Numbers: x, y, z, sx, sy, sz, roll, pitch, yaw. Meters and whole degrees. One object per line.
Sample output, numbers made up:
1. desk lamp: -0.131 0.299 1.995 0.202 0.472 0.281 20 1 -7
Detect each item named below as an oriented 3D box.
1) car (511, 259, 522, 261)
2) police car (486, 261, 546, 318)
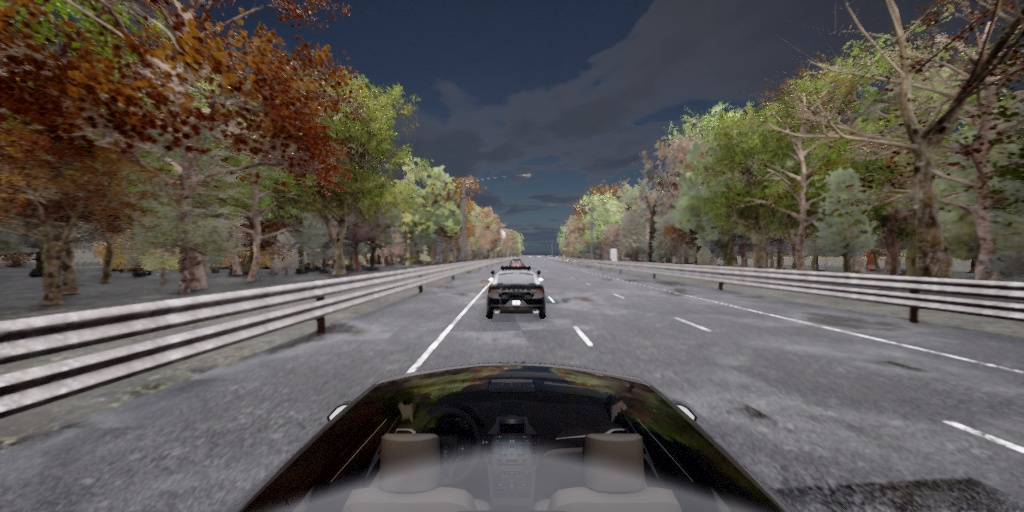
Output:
1. car: 0.569 1.161 45.037 2.033 1.649 4.856 0 0 1
2. police car: 0.142 1.171 13.139 1.930 1.638 5.238 0 0 0
